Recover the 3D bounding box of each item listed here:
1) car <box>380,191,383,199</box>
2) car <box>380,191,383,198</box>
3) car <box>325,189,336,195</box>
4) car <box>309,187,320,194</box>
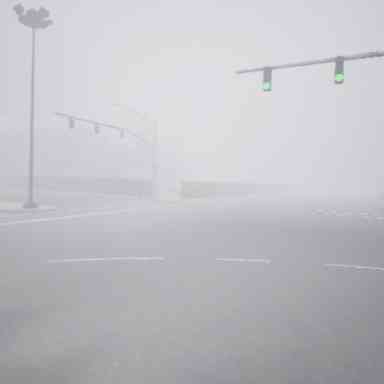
[{"bbox_3d":[35.619,0.530,61.075,1.812,1.442,4.674,3,2,30],"label":"car"},{"bbox_3d":[40.513,0.460,69.681,1.895,1.301,4.718,3,2,30],"label":"car"},{"bbox_3d":[31.088,-0.032,74.326,1.895,1.301,4.718,3,2,30],"label":"car"},{"bbox_3d":[28.028,-0.316,76.005,1.882,1.535,5.008,3,2,30],"label":"car"}]
